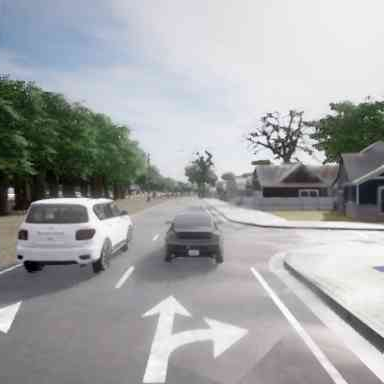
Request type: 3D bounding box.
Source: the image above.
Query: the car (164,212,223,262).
[{"bbox_3d":[0.072,1.472,11.993,1.837,1.490,4.892,0,1,0],"label":"car"}]

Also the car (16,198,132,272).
[{"bbox_3d":[-3.436,1.194,10.815,2.150,2.045,5.566,0,1,0],"label":"car"}]
